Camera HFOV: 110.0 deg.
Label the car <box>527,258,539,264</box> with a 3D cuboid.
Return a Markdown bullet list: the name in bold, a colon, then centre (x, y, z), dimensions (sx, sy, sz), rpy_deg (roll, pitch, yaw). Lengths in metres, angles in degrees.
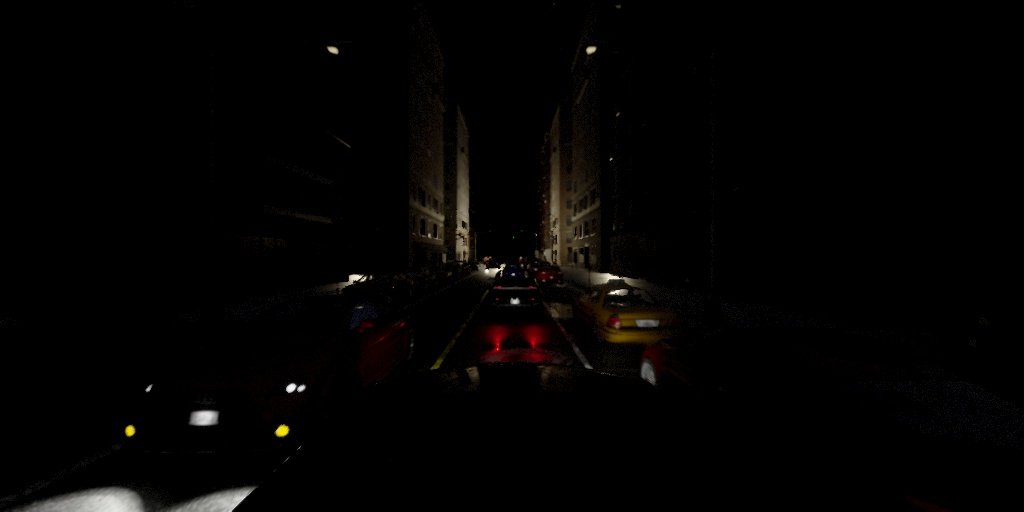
- **car**: centre (2.638, 1.195, 31.838), dimensions (1.967, 1.591, 4.097), rpy_deg (0, 0, 0)

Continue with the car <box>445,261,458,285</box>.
- **car**: centre (-5.387, 1.300, 26.156), dimensions (1.888, 1.381, 4.507), rpy_deg (0, 0, 0)

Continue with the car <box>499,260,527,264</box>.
- **car**: centre (0.101, 1.281, 30.643), dimensions (1.812, 1.442, 4.674), rpy_deg (0, 0, 0)

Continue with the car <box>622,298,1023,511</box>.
- **car**: centre (2.638, 1.332, 3.426), dimensions (1.802, 1.307, 4.207), rpy_deg (0, 0, 0)

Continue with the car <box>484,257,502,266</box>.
- **car**: centre (-2.750, 1.107, 53.157), dimensions (2.097, 1.767, 4.553), rpy_deg (0, 0, 0)

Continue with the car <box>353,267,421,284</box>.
- **car**: centre (-5.387, 1.298, 14.791), dimensions (1.888, 1.381, 4.507), rpy_deg (0, 0, 0)

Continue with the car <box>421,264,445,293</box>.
- **car**: centre (-5.387, 1.305, 20.473), dimensions (2.007, 1.370, 4.403), rpy_deg (0, 0, 0)

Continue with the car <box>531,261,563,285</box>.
- **car**: centre (2.638, 1.300, 26.156), dimensions (1.888, 1.381, 4.507), rpy_deg (0, 0, 0)

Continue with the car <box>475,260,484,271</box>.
- **car**: centre (-5.386, 1.197, 48.885), dimensions (1.967, 1.591, 4.097), rpy_deg (0, 0, 0)

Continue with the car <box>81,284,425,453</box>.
- **car**: centre (-2.851, 1.315, 5.313), dimensions (1.994, 1.385, 4.181), rpy_deg (0, 0, 0)

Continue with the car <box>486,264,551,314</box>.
- **car**: centre (0.101, 1.244, 13.813), dimensions (2.128, 1.511, 4.902), rpy_deg (0, 0, 0)

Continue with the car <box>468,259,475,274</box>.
- **car**: centre (-5.387, 1.196, 37.520), dimensions (1.967, 1.591, 4.097), rpy_deg (0, 0, 0)

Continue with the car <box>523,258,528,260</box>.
- **car**: centre (2.639, 1.307, 43.203), dimensions (2.007, 1.370, 4.403), rpy_deg (0, 0, 0)

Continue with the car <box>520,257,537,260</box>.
- **car**: centre (2.639, 1.072, 48.885), dimensions (2.192, 1.841, 5.009), rpy_deg (0, 0, 0)

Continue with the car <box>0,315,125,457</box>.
- **car**: centre (-5.387, 1.317, 3.426), dimensions (1.948, 1.339, 4.313), rpy_deg (0, 0, 0)

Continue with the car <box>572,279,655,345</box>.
- **car**: centre (2.638, 1.277, 9.279), dimensions (1.751, 1.417, 4.829), rpy_deg (0, 0, 0)

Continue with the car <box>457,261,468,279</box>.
- **car**: centre (-5.387, 1.322, 31.838), dimensions (1.948, 1.339, 4.313), rpy_deg (0, 0, 0)
